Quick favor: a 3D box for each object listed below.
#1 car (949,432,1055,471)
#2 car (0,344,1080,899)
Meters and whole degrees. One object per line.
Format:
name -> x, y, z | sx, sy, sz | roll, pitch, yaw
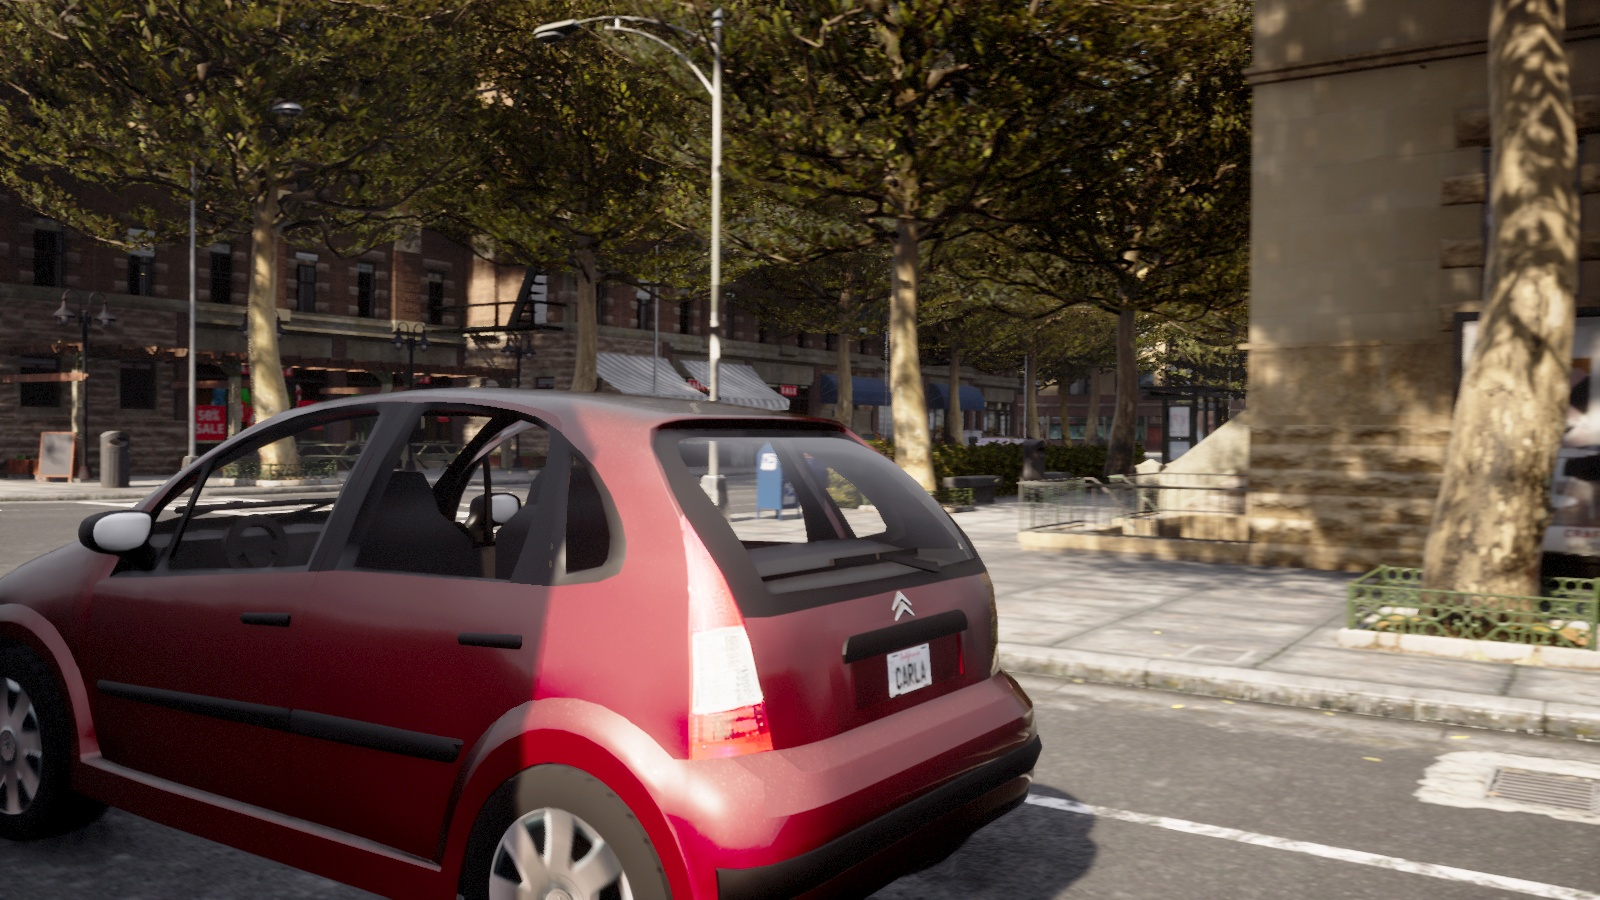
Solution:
car -> 7.878, 0.028, 48.555 | 2.033, 1.411, 5.357 | 0, 1, 33
car -> -1.265, 0.578, 4.428 | 3.988, 1.617, 1.851 | 0, 1, 34
